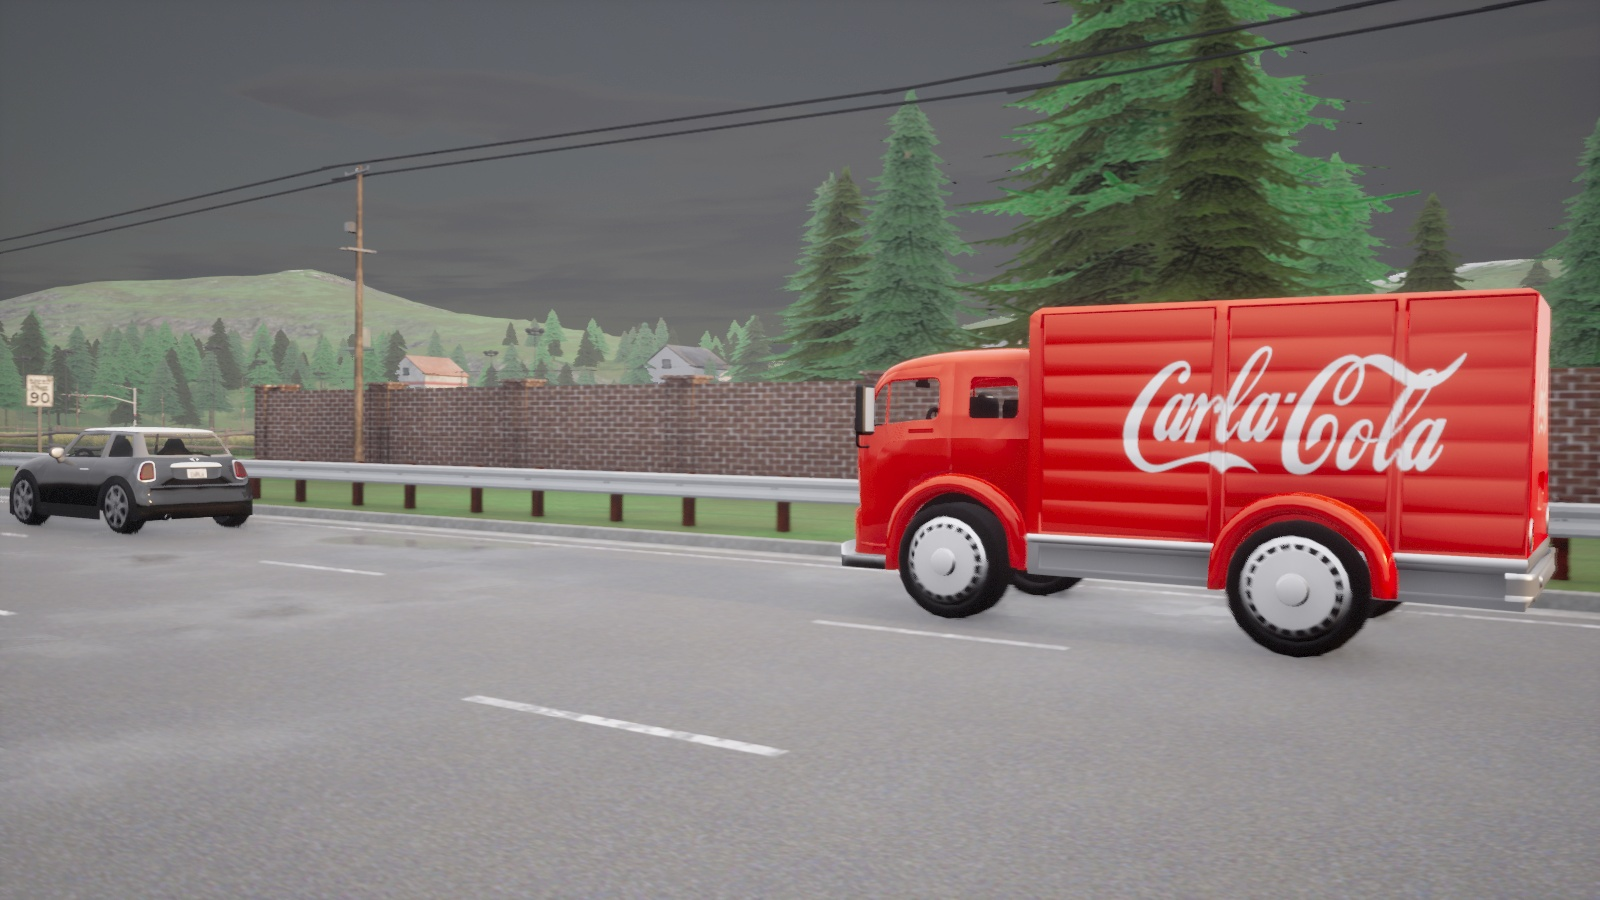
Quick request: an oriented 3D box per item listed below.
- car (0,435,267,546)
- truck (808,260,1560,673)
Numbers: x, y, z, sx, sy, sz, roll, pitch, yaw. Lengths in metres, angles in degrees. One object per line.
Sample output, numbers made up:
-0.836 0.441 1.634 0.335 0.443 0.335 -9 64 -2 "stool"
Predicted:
-9.963 0.533 18.644 3.806 1.475 1.970 0 1 34 "car"
2.974 0.081 10.041 5.204 2.467 2.627 0 1 34 "truck"
